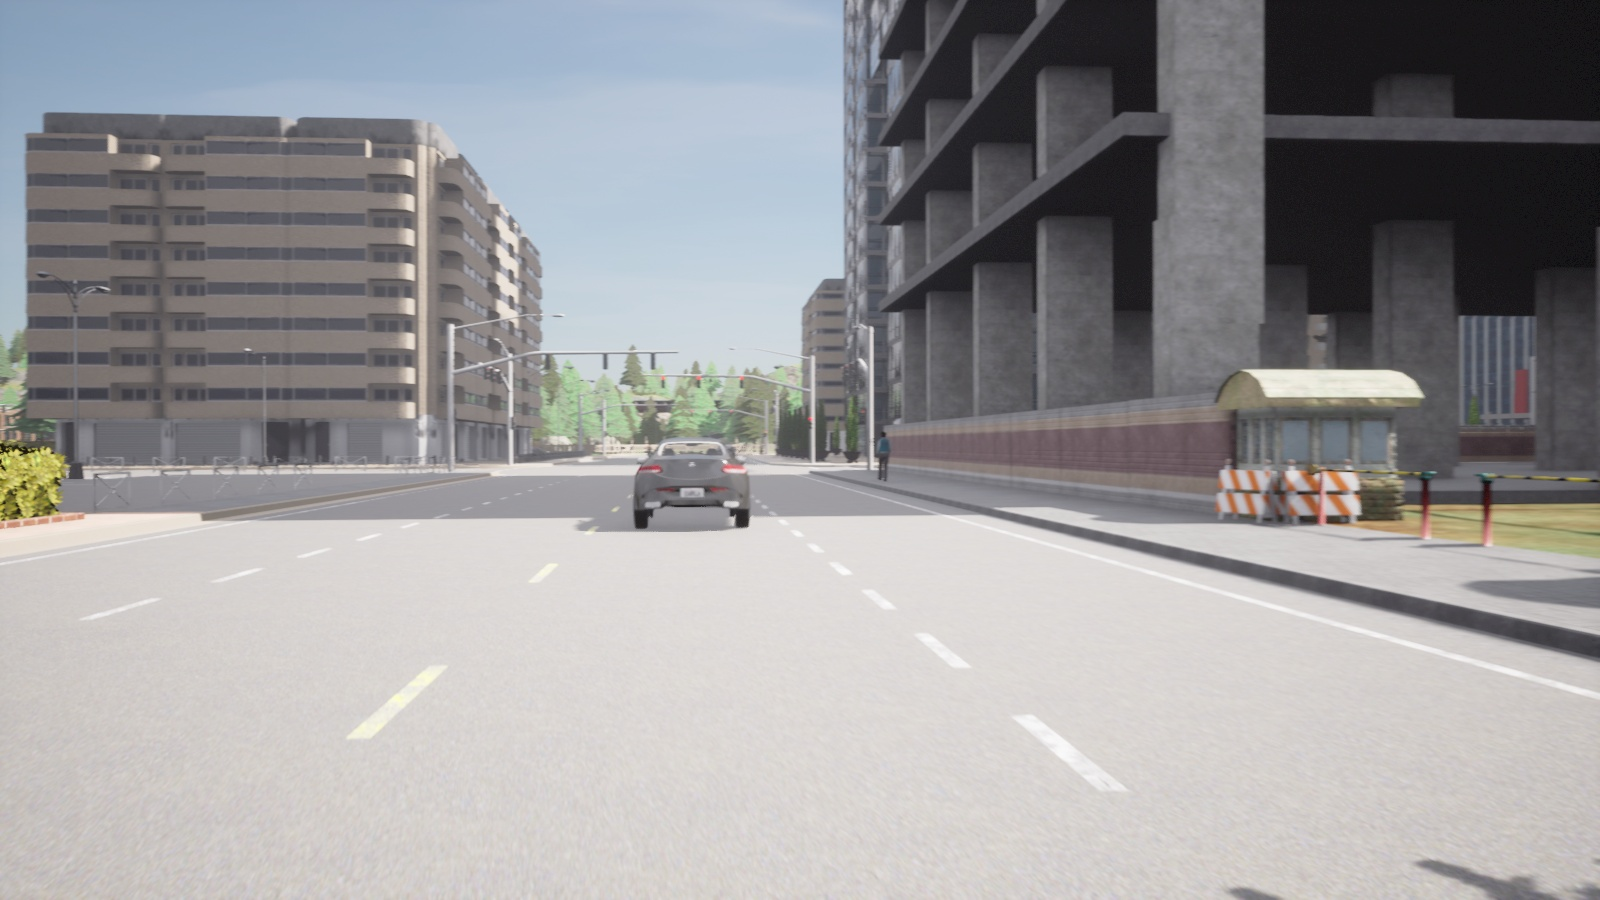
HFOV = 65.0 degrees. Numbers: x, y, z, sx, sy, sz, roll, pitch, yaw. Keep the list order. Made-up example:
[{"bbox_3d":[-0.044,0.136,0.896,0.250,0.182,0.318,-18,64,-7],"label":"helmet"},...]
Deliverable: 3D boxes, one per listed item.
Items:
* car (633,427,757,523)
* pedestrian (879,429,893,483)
[{"bbox_3d":[-2.031,0.424,24.265,2.152,1.651,5.027,0,0,-5],"label":"car"},{"bbox_3d":[3.093,0.206,45.166,0.396,1.930,0.692,0,0,-6],"label":"pedestrian"}]
